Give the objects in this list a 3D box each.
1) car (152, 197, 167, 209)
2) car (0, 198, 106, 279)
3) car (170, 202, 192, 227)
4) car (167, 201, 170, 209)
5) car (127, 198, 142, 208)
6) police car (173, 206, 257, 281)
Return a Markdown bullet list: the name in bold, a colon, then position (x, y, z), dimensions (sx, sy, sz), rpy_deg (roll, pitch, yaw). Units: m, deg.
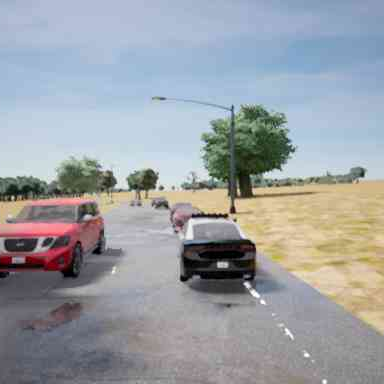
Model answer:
- **car**: position (-4.280, 1.650, 46.740), dimensions (1.837, 1.490, 4.892), rpy_deg (0, -1, -8)
- **car**: position (-4.195, 1.231, 10.447), dimensions (2.150, 2.045, 5.566), rpy_deg (0, 0, -4)
- **car**: position (-0.232, 1.555, 19.949), dimensions (1.812, 1.442, 4.674), rpy_deg (0, 0, -5)
- **car**: position (-0.786, 1.547, 25.959), dimensions (1.837, 1.490, 4.892), rpy_deg (0, 0, -6)
- **car**: position (-9.127, 1.724, 54.265), dimensions (2.128, 1.511, 4.902), rpy_deg (0, -1, -9)
- **police car**: position (0.519, 1.435, 10.030), dimensions (1.930, 1.638, 5.238), rpy_deg (0, 0, -4)
